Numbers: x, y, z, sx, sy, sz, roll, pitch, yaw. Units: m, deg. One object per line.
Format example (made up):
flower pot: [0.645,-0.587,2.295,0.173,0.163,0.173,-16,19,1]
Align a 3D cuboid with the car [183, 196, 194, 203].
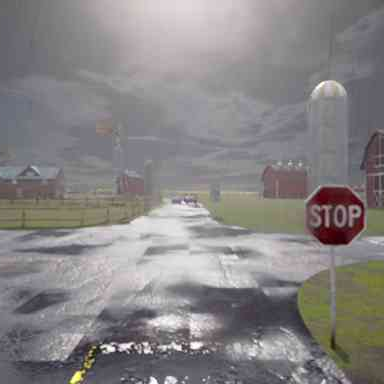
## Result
car: [-0.748,1.519,71.456,1.994,1.385,4.181,0,0,-6]

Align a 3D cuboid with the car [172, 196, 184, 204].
car: [-3.019,1.469,65.443,1.882,1.535,5.008,0,0,-2]

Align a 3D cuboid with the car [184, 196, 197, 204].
car: [-0.079,1.503,61.327,1.837,1.490,4.892,0,0,-2]
